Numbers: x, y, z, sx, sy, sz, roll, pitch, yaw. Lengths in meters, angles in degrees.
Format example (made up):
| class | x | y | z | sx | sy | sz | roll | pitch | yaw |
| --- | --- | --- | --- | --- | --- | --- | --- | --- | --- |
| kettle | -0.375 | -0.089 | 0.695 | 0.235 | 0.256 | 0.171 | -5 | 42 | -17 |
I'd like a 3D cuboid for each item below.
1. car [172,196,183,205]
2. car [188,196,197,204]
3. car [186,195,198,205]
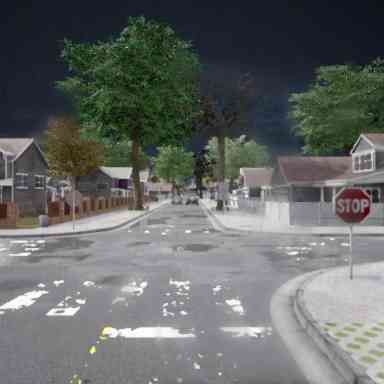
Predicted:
| class | x | y | z | sx | sy | sz | roll | pitch | yaw |
| --- | --- | --- | --- | --- | --- | --- | --- | --- | --- |
| car | -2.709 | 1.522 | 61.116 | 2.128 | 1.511 | 4.902 | 0 | 0 | 0 |
| car | 0.045 | 1.560 | 67.363 | 1.812 | 1.442 | 4.674 | 0 | 0 | 0 |
| car | 0.039 | 1.379 | 57.330 | 2.097 | 1.767 | 4.553 | 0 | 0 | 0 |
